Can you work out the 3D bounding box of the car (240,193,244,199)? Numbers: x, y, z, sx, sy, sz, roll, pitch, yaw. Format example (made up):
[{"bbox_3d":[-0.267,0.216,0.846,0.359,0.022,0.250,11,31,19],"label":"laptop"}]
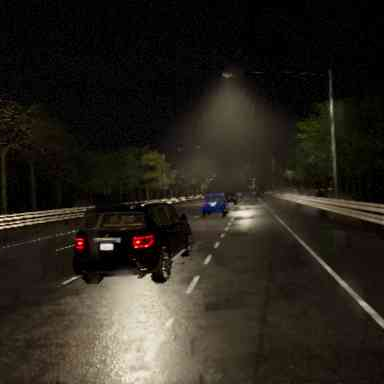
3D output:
[{"bbox_3d":[12.841,1.025,91.805,2.097,1.767,4.553,-3,0,10],"label":"car"}]

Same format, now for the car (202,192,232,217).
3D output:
[{"bbox_3d":[2.262,1.210,31.428,2.150,2.045,5.566,-3,0,10],"label":"car"}]

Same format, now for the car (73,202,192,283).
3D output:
[{"bbox_3d":[-1.461,1.320,10.155,2.150,2.045,5.566,-3,0,10],"label":"car"}]

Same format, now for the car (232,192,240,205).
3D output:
[{"bbox_3d":[6.255,1.090,54.241,2.150,2.045,5.566,-3,0,10],"label":"car"}]
